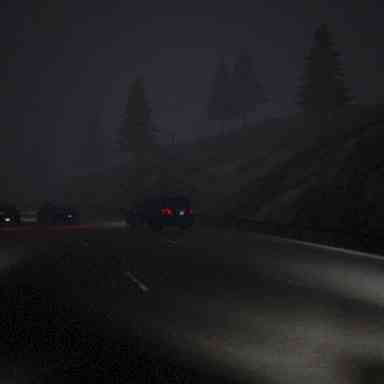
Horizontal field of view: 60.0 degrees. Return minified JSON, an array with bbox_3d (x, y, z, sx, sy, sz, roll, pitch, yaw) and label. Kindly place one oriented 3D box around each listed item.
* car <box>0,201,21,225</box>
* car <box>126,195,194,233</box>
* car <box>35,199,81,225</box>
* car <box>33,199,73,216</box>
[{"bbox_3d":[-13.321,1.504,23.027,1.837,1.490,4.892,0,0,-41],"label":"car"},{"bbox_3d":[-2.035,1.221,19.998,2.150,2.045,5.566,0,0,-34],"label":"car"},{"bbox_3d":[-9.900,1.477,24.459,1.882,1.535,5.008,0,0,-40],"label":"car"},{"bbox_3d":[-14.171,1.502,33.760,4.892,1.490,1.837,-1,-1,41],"label":"car"}]
